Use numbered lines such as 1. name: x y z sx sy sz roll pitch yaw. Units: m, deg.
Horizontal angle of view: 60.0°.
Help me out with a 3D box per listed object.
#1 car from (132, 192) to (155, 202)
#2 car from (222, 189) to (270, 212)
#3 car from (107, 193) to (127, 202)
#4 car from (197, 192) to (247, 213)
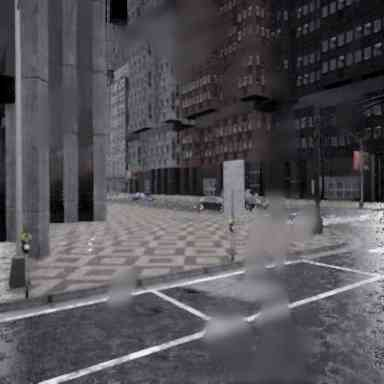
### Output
1. car: -7.366 0.758 49.836 1.812 1.442 4.674 -1 1 -36
2. car: 5.004 0.760 32.658 2.150 2.045 5.566 -1 1 -36
3. car: -11.417 0.822 49.916 1.895 1.301 4.718 -1 1 -35
4. car: 2.443 1.070 30.645 1.837 1.490 4.892 -1 1 -36
